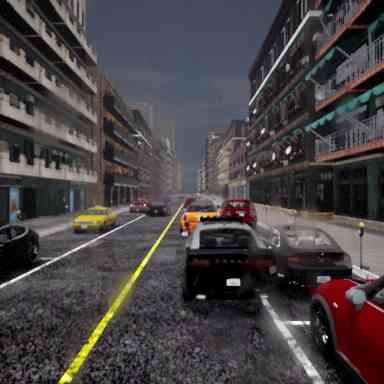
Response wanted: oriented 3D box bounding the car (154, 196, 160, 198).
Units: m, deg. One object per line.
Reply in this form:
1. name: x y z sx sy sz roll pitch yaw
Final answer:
1. car: -5.759 1.295 42.765 2.192 1.841 5.009 0 0 0

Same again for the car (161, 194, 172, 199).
1. car: -5.807 1.275 70.947 2.192 1.841 5.009 0 0 0

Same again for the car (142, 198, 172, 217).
1. car: -3.151 1.550 31.229 1.994 1.385 4.181 0 0 0

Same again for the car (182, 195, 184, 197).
1. car: -0.061 1.455 45.689 1.882 1.535 5.008 0 0 0

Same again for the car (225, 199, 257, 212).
1. car: 2.660 1.307 20.230 2.192 1.841 5.009 0 0 0

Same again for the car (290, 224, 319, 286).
1. car: 2.678 1.548 8.956 2.008 1.369 4.403 0 0 0

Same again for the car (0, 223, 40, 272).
1. car: -5.703 1.563 8.945 1.947 1.339 4.313 0 0 0

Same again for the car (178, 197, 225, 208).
1. car: 0.586 1.348 18.487 2.097 1.767 4.553 0 0 4

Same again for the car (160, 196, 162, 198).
1. car: -5.770 1.558 48.402 1.802 1.307 4.206 0 0 0

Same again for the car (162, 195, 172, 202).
1. car: -5.818 1.396 76.582 1.967 1.590 4.097 0 0 0

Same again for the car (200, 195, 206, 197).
1. car: 0.815 1.344 24.426 2.097 1.767 4.553 0 0 0

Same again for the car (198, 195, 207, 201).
1. car: 2.553 1.496 82.230 1.887 1.381 4.507 0 0 0

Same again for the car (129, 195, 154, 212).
1. car: -5.751 1.423 37.129 1.967 1.590 4.097 0 0 0

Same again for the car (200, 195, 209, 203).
1. car: 2.572 1.485 71.127 1.752 1.417 4.829 0 0 0

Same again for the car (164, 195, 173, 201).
1. car: -5.827 1.496 82.220 1.887 1.381 4.507 0 0 0

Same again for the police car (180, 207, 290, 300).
1. police car: 0.749 1.421 8.566 1.930 1.638 5.238 0 0 0

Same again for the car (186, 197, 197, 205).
1. car: -0.099 1.570 59.031 1.895 1.301 4.718 0 0 0

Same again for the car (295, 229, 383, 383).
1. car: 2.688 1.439 3.321 1.967 1.590 4.097 0 0 0

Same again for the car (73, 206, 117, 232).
1. car: -5.722 1.518 20.049 1.752 1.417 4.829 0 0 0
